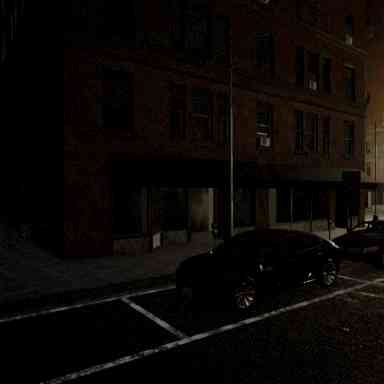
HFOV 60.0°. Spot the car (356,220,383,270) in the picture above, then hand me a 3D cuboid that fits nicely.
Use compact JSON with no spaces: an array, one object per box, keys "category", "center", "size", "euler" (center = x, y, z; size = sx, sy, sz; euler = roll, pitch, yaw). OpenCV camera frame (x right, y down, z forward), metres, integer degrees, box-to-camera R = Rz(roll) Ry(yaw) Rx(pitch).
[{"category":"car","center":[6.173,1.582,10.894],"size":[4.206,1.307,1.802],"euler":[0,0,-35]}]

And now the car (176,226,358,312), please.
[{"category":"car","center":[1.683,1.566,7.714],"size":[4.313,1.339,1.947],"euler":[0,0,-35]}]
